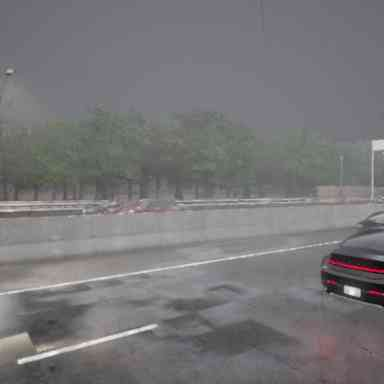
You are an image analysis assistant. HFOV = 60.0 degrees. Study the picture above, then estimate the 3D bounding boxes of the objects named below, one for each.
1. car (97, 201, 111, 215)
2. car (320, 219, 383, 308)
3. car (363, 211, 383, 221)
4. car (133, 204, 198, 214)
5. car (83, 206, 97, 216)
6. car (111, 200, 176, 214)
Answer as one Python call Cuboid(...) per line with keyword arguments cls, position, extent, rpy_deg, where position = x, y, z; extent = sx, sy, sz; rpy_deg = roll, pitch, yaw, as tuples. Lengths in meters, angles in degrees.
Cuboid(cls="car", position=(-4.916, 1.361, 26.161), extent=(4.181, 1.385, 1.994), rpy_deg=(0, 0, -36))
Cuboid(cls="car", position=(4.806, 1.508, 7.301), extent=(4.892, 1.490, 1.837), rpy_deg=(0, 0, -36))
Cuboid(cls="car", position=(9.010, 1.530, 14.600), extent=(4.674, 1.442, 1.812), rpy_deg=(0, 0, -36))
Cuboid(cls="car", position=(-0.917, 1.604, 20.417), extent=(4.718, 1.301, 1.895), rpy_deg=(0, 0, -35))
Cuboid(cls="car", position=(-6.971, 1.504, 28.995), extent=(4.902, 1.511, 2.128), rpy_deg=(0, 0, -35))
Cuboid(cls="car", position=(-2.904, 1.354, 23.299), extent=(4.553, 1.767, 2.097), rpy_deg=(0, 0, -35))
